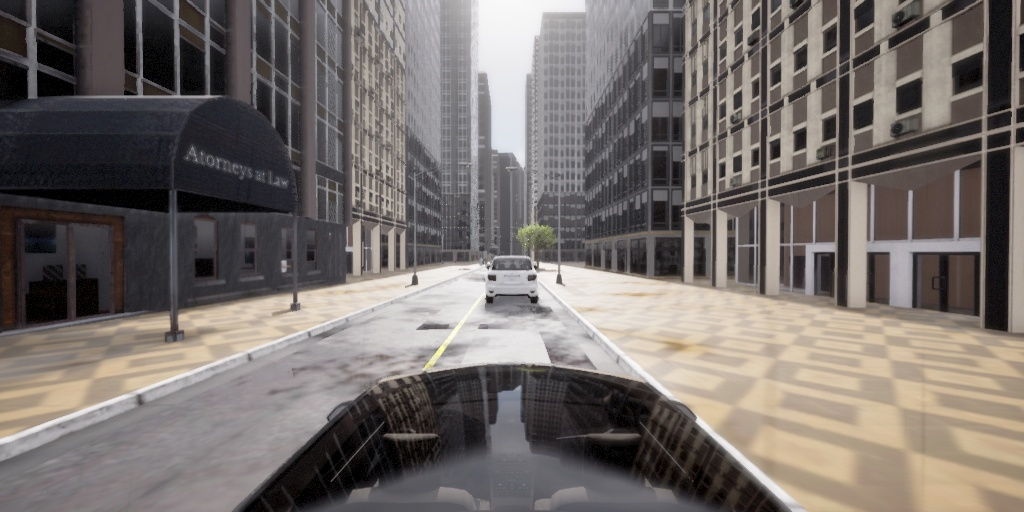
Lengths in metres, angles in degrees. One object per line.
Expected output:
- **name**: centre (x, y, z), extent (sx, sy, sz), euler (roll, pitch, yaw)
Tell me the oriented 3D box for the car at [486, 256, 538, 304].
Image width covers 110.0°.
- **car**: centre (0.000, 1.006, 16.531), extent (2.150, 2.045, 5.566), euler (0, 0, 0)
